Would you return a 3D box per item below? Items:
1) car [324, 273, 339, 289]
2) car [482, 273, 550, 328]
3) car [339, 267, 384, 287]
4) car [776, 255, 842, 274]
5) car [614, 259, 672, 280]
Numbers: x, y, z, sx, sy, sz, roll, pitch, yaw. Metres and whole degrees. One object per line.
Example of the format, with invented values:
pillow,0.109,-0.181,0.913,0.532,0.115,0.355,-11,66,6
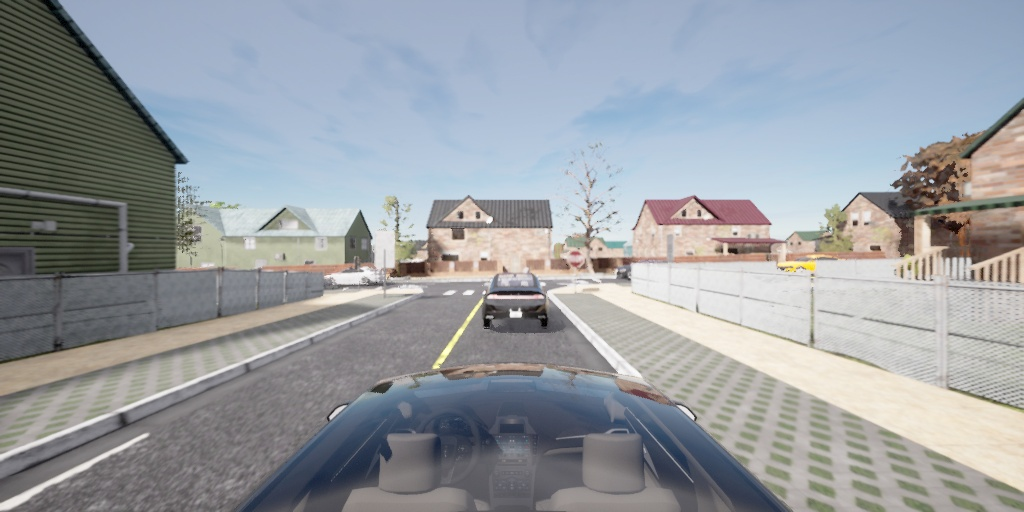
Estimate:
car,-14.821,1.743,24.516,4.718,1.301,1.895,-1,1,0
car,0.100,1.268,11.447,2.128,1.511,4.902,0,0,0
car,-12.211,1.570,27.528,4.674,1.442,1.812,-1,0,1
car,22.995,0.694,27.513,5.008,1.535,1.882,-2,1,0
car,10.383,1.004,27.499,4.902,1.511,2.128,-1,1,0
